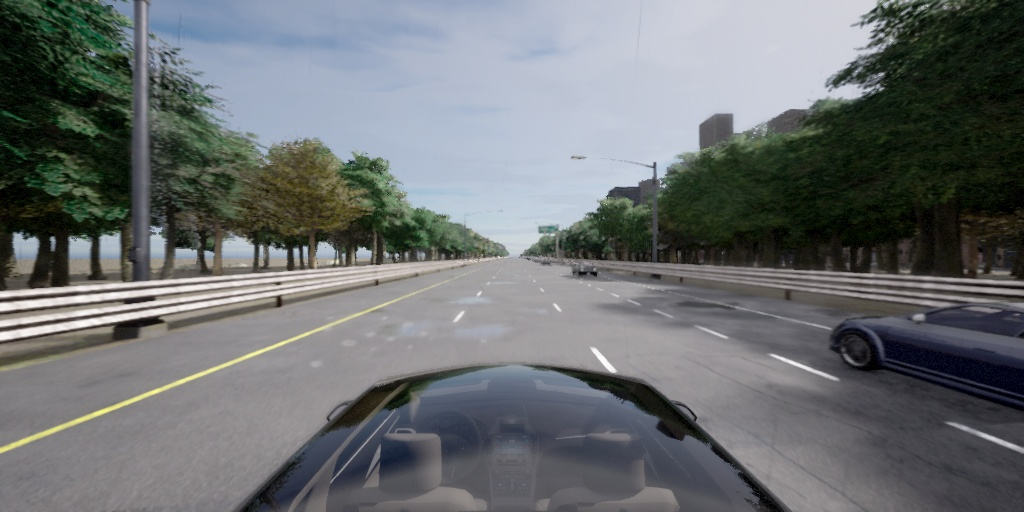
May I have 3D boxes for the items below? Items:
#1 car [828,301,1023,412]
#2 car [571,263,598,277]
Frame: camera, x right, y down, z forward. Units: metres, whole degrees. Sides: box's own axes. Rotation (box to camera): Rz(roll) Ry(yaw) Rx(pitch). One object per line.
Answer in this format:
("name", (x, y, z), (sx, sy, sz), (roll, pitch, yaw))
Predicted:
("car", (7.001, 1.321, 5.049), (1.994, 1.385, 4.181), (0, 0, 0))
("car", (7.062, 1.369, 35.330), (1.895, 1.301, 4.718), (0, 0, 0))
